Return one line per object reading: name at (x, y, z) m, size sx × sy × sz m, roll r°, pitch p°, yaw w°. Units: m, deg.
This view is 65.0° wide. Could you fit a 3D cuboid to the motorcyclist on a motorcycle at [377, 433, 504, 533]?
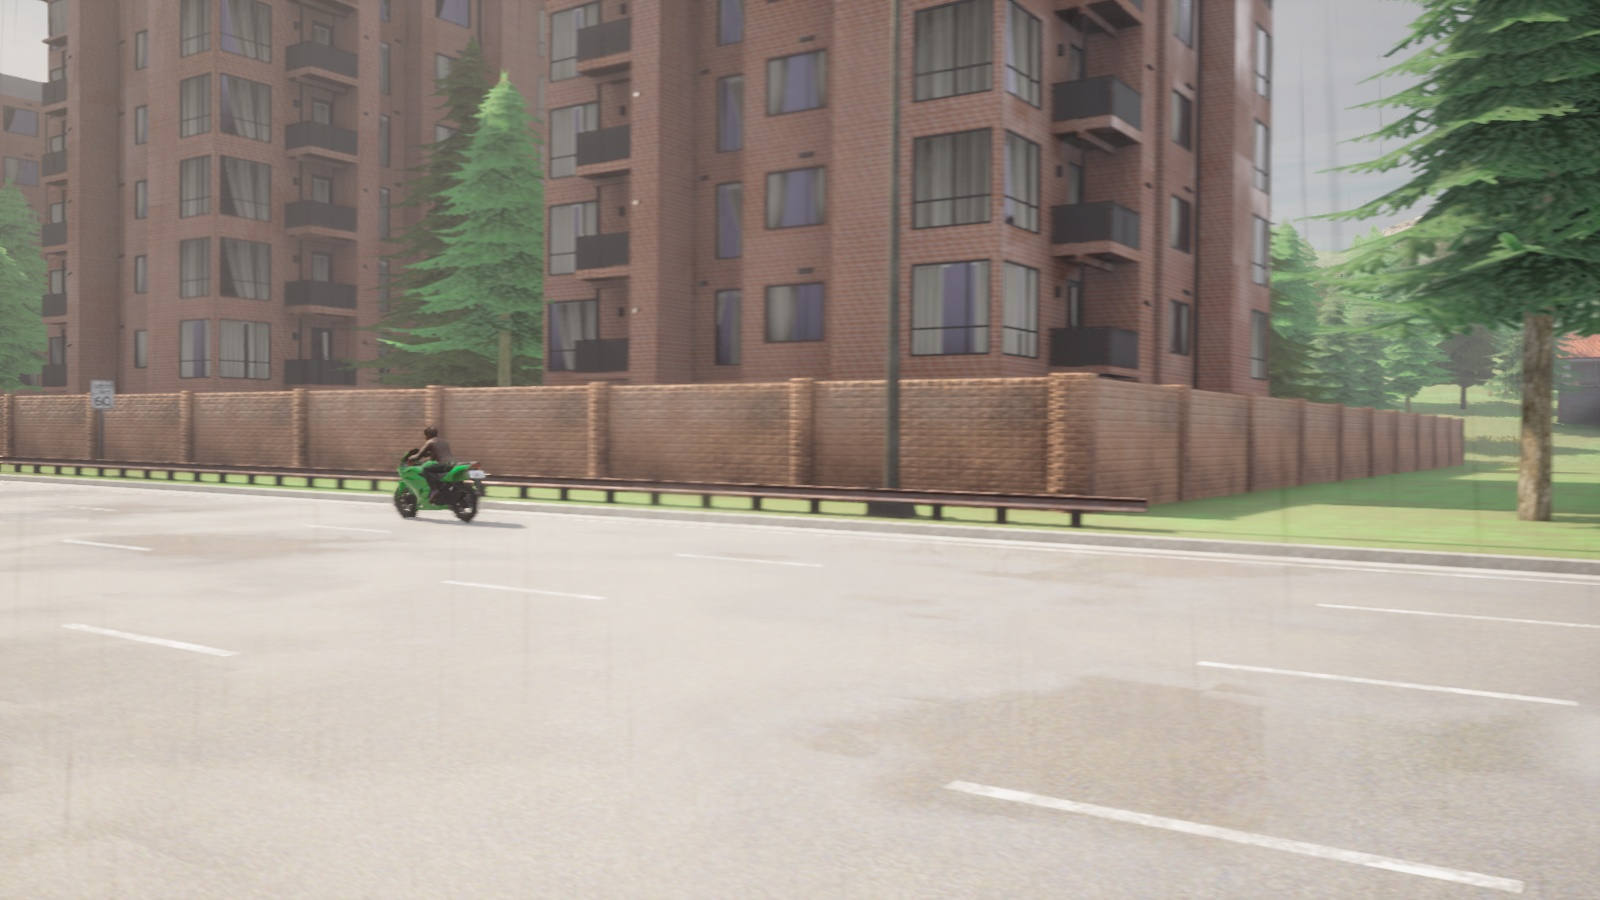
motorcyclist on a motorcycle at (-5.754, 0.493, 20.051) m, size 2.044 × 1.523 × 0.797 m, roll 0°, pitch 1°, yaw 34°
